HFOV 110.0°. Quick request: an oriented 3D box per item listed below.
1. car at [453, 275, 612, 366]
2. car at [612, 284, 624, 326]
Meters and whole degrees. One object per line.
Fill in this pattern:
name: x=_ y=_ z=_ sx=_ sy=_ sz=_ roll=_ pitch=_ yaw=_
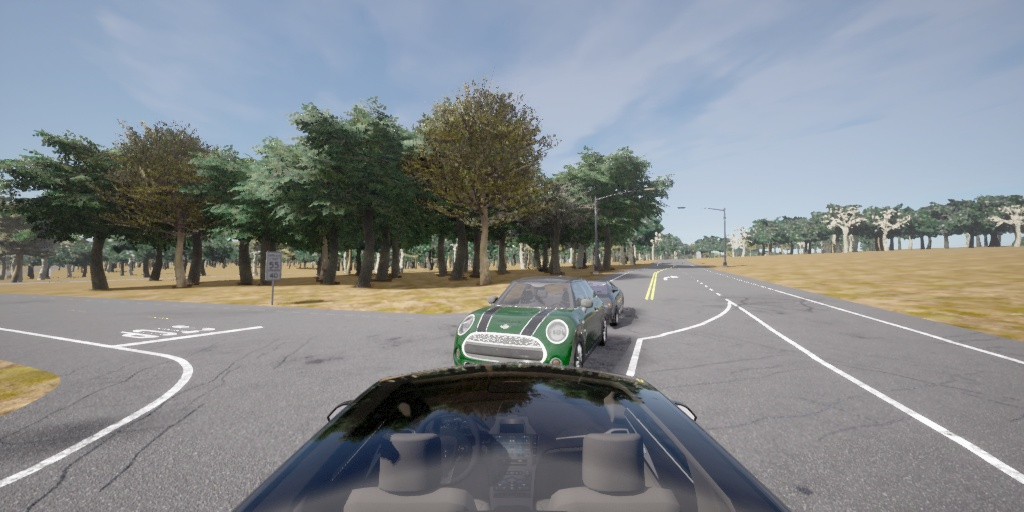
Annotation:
car: x=0.668 y=1.223 z=7.497 sx=2.097 sy=1.767 sz=4.553 roll=-1 pitch=-2 yaw=22
car: x=2.884 y=1.555 z=12.933 sx=1.994 sy=1.385 sz=4.181 roll=-2 pitch=0 yaw=22
